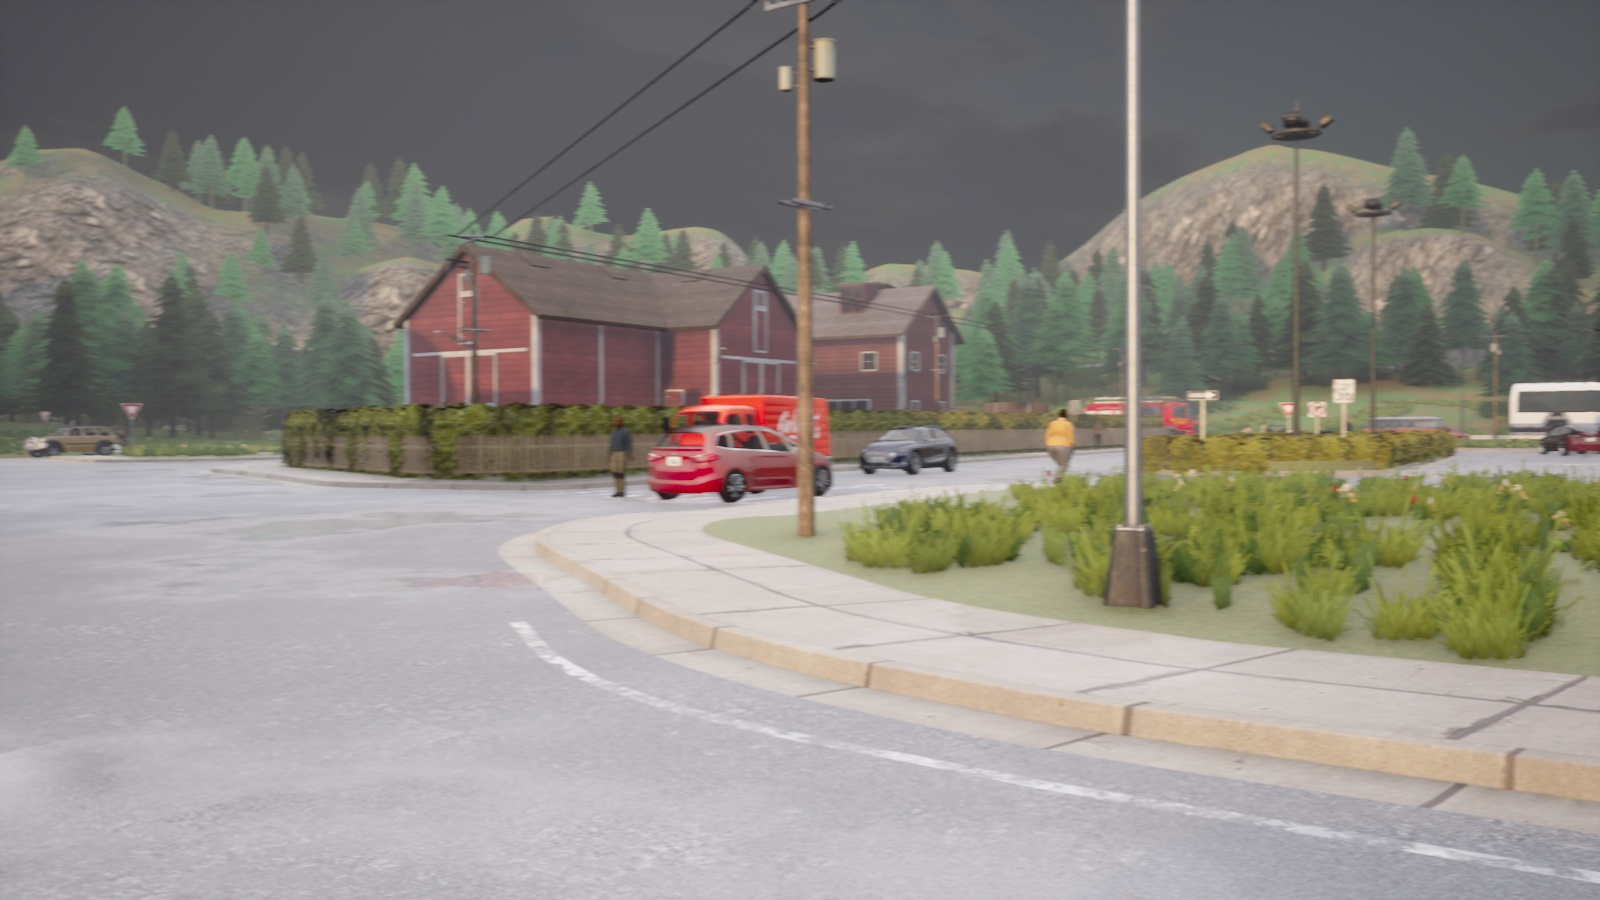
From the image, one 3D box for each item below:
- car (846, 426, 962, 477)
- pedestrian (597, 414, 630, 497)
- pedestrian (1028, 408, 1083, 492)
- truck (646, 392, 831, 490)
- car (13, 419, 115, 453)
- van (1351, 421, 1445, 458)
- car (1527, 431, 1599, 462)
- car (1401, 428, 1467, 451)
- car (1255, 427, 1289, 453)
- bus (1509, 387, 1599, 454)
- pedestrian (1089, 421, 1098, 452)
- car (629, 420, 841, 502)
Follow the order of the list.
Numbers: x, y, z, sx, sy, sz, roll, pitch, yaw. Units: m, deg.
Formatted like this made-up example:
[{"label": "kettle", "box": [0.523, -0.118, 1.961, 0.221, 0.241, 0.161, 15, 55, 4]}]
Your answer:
[{"label": "car", "box": [3.639, 0.004, 43.142, 2.033, 1.649, 4.856, 1, 1, 31]}, {"label": "pedestrian", "box": [-4.183, 0.108, 28.228, 0.370, 1.835, 0.726, 1, 1, 27]}, {"label": "pedestrian", "box": [5.788, -0.010, 28.462, 0.874, 1.855, 0.900, 1, 1, 44]}, {"label": "truck", "box": [-1.575, -0.266, 34.427, 2.627, 2.467, 5.204, 1, 1, 31]}, {"label": "car", "box": [-41.298, -0.792, 70.568, 1.932, 1.855, 4.605, 1, 1, 31]}, {"label": "van", "box": [33.686, -0.620, 70.825, 4.442, 1.987, 1.775, 1, 1, 45]}, {"label": "car", "box": [37.520, -0.201, 61.380, 2.163, 1.488, 4.792, 0, 1, 14]}, {"label": "car", "box": [43.921, -0.747, 87.122, 3.988, 1.617, 1.851, 1, 1, 23]}, {"label": "car", "box": [30.508, -0.659, 81.105, 1.851, 1.617, 3.988, 1, 1, 24]}, {"label": "bus", "box": [52.343, -1.923, 82.148, 10.273, 4.253, 3.944, 1, 1, 31]}, {"label": "pedestrian", "box": [17.195, -0.787, 73.536, 0.331, 1.846, 0.634, 1, 1, 29]}, {"label": "car", "box": [-1.374, 0.175, 28.224, 2.242, 1.667, 4.611, 1, 1, 39]}]
